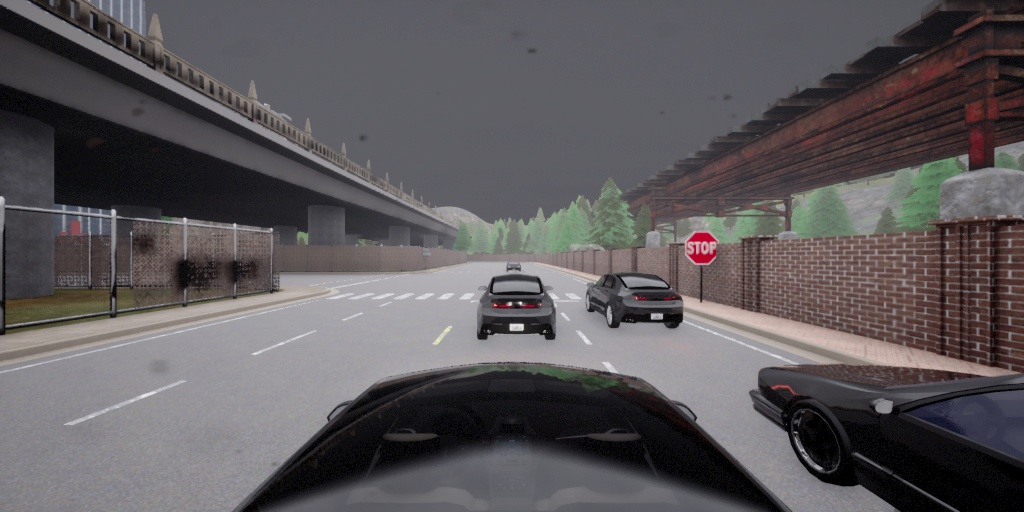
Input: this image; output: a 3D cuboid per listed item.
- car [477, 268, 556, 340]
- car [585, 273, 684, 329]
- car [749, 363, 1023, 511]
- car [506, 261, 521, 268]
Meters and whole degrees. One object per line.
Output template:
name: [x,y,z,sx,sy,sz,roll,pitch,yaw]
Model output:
car: [0.104,1.255,9.959,1.837,1.490,4.892,0,0,0]
car: [3.606,1.255,11.316,1.837,1.490,4.892,0,0,0]
car: [3.600,1.297,1.570,2.033,1.411,5.357,0,0,0]
car: [0.212,1.351,46.249,1.895,1.301,4.718,0,0,-1]
